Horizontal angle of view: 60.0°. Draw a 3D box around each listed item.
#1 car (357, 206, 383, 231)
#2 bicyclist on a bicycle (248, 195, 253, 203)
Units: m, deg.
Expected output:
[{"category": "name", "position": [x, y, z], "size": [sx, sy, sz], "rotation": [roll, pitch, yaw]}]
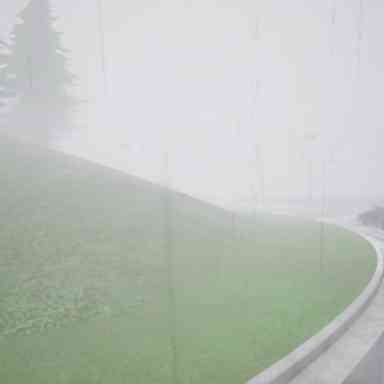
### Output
[{"category": "car", "position": [12.231, 1.582, 20.935], "size": [2.033, 1.411, 5.357], "rotation": [0, 0, 8]}, {"category": "bicyclist on a bicycle", "position": [12.195, 1.421, 69.146], "size": [1.656, 1.620, 0.582], "rotation": [0, 0, -34]}]
